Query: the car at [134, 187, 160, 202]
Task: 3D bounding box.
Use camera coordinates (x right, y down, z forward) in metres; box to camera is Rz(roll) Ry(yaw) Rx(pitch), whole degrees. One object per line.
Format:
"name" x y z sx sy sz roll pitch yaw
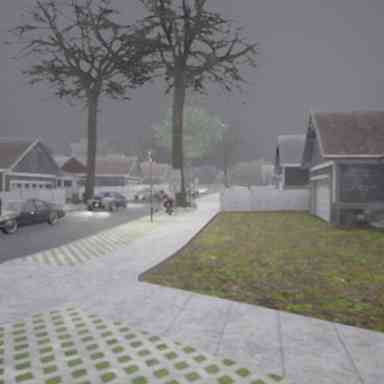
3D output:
"car" -4.819 0.260 36.363 2.128 1.511 4.902 1 2 10

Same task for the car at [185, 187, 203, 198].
"car" -0.191 0.070 45.786 1.895 1.301 4.718 1 2 11

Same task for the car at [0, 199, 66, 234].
"car" -8.485 1.077 16.513 2.033 1.411 5.357 1 3 12

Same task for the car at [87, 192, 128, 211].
"car" -6.625 0.698 26.362 1.994 1.385 4.181 1 2 11

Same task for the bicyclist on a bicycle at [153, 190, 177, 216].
"bicyclist on a bicycle" -1.701 0.711 20.590 1.656 1.620 0.582 1 2 10

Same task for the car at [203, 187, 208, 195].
"car" 1.519 -0.252 55.645 1.895 1.301 4.718 1 2 10
